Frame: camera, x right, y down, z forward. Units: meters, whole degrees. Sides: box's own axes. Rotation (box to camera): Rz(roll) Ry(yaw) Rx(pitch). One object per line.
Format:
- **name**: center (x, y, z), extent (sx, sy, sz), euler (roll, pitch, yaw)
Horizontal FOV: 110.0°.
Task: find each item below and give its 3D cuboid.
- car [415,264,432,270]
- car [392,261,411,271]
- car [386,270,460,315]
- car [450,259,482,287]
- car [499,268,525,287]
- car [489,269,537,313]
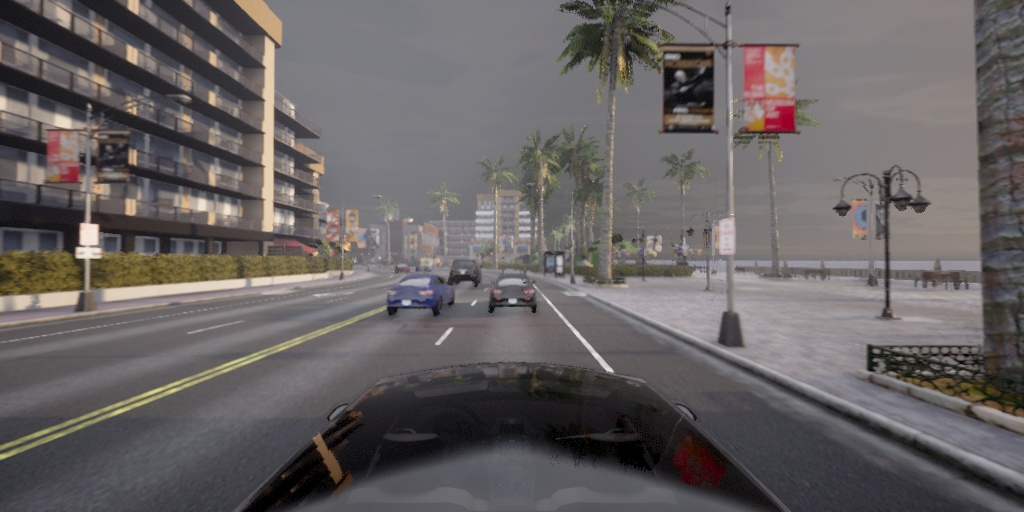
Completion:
- **car**: center (-13.752, 1.943, 55.795), extent (1.994, 1.385, 4.181), euler (0, -1, -24)
- **car**: center (-15.881, 1.813, 52.034), extent (1.882, 1.535, 5.008), euler (0, -1, -23)
- **car**: center (-3.457, 1.421, 14.143), extent (1.812, 1.442, 4.674), euler (0, -1, 1)
- **car**: center (-3.576, 1.280, 28.066), extent (2.150, 2.045, 5.566), euler (0, 0, -2)
- **car**: center (-0.110, 1.664, 28.577), extent (1.895, 1.301, 4.718), euler (0, -1, -2)
- **car**: center (0.049, 1.428, 14.865), extent (1.812, 1.442, 4.674), euler (0, 0, 0)
